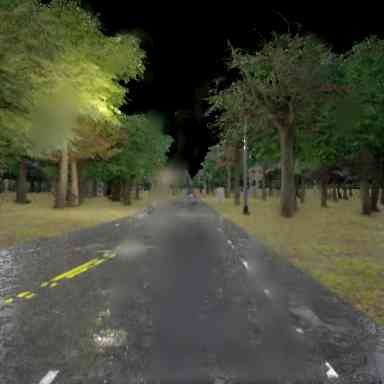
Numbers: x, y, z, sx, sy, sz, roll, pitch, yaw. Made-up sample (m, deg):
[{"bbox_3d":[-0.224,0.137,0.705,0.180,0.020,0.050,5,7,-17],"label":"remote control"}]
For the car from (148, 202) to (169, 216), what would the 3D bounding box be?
[{"bbox_3d":[-3.515,1.737,35.614,2.033,1.411,5.357,0,0,0],"label":"car"}]
